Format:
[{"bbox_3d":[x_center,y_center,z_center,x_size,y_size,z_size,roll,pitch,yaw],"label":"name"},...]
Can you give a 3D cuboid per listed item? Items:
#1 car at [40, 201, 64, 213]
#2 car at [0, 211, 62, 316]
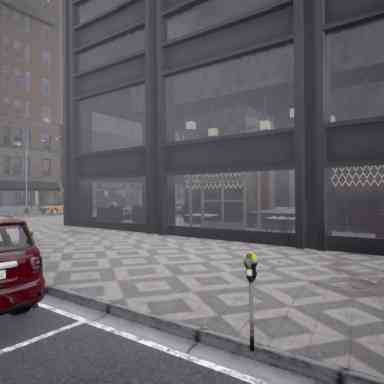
[{"bbox_3d":[-14.250,1.701,36.867,1.882,1.535,5.008,-1,0,36],"label":"car"},{"bbox_3d":[-4.811,1.317,6.282,5.009,1.841,2.192,0,-1,35],"label":"car"}]
